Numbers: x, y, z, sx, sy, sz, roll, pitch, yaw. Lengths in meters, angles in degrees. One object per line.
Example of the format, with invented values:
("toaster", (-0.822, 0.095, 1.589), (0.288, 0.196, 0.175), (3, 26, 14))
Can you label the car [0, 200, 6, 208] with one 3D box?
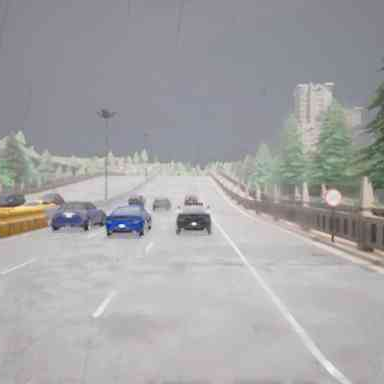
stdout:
("car", (-14.015, 1.500, 20.477), (1.882, 1.535, 5.008), (0, 0, 1))

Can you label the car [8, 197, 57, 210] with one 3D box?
("car", (-14.031, 1.488, 29.913), (1.882, 1.535, 5.008), (0, 1, 0))

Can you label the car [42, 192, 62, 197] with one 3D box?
("car", (-17.592, 1.000, 41.193), (2.097, 1.767, 4.553), (0, 3, 0))

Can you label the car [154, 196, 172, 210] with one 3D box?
("car", (-3.480, 1.256, 39.000), (2.128, 1.511, 4.902), (0, 3, 0))

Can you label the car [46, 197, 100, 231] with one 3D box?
("car", (-6.902, 1.374, 20.752), (2.097, 1.767, 4.553), (0, 0, 0))

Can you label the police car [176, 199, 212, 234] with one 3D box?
("police car", (0.101, 1.446, 19.694), (1.930, 1.638, 5.238), (0, 0, 0))

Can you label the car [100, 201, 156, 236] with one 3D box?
("car", (-3.397, 1.498, 18.568), (1.882, 1.535, 5.008), (0, 0, 0))

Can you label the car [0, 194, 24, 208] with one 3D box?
("car", (-17.537, 1.218, 30.992), (2.150, 2.045, 5.566), (0, 1, 0))

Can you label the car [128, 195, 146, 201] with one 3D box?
("car", (-6.999, 1.091, 42.454), (1.837, 1.490, 4.892), (0, 3, 0))

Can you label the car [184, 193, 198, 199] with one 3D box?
("car", (-0.102, 0.857, 47.288), (1.895, 1.301, 4.718), (0, 4, 0))
